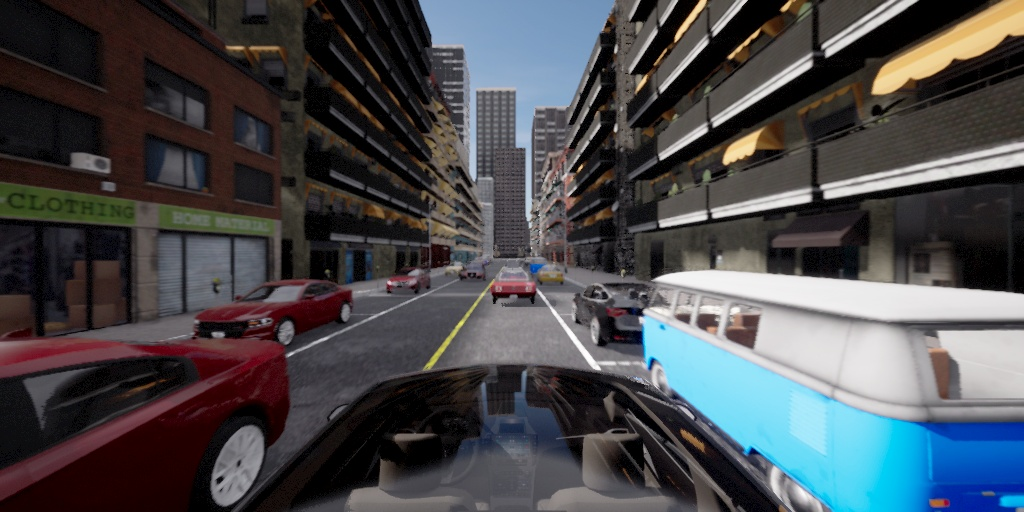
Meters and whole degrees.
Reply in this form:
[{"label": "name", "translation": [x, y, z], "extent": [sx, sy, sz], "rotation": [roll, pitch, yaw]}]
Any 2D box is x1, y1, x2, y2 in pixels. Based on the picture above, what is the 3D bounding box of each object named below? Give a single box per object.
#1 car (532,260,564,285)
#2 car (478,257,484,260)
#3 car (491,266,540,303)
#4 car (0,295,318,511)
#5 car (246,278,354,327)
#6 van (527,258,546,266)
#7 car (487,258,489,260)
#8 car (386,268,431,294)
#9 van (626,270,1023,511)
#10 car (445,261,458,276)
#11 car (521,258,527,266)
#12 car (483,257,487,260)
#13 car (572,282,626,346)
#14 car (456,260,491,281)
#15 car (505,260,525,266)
[{"label": "car", "translation": [2.688, 1.256, 25.927], "extent": [1.751, 1.417, 4.829], "rotation": [0, 0, 0]}, {"label": "car", "translation": [-5.692, 1.282, 53.387], "extent": [1.948, 1.339, 4.313], "rotation": [0, 0, 0]}, {"label": "car", "translation": [0.079, 1.338, 16.575], "extent": [1.895, 1.301, 4.718], "rotation": [0, 0, 0]}, {"label": "car", "translation": [-3.086, 1.228, 1.413], "extent": [1.882, 1.535, 5.008], "rotation": [0, 0, 0]}, {"label": "car", "translation": [-5.693, 1.289, 9.200], "extent": [1.888, 1.381, 4.507], "rotation": [0, 0, 0]}, {"label": "van", "translation": [2.689, 1.065, 36.805], "extent": [1.690, 1.789, 3.998], "rotation": [0, 0, 0]}, {"label": "car", "translation": [-5.692, 1.257, 64.435], "extent": [1.888, 1.381, 4.507], "rotation": [0, 0, 0]}, {"label": "car", "translation": [-5.693, 1.317, 20.247], "extent": [1.802, 1.307, 4.207], "rotation": [0, 0, 0]}, {"label": "van", "translation": [2.688, 1.089, 3.664], "extent": [1.690, 1.789, 3.998], "rotation": [0, 0, 0]}, {"label": "car", "translation": [-5.693, 1.250, 36.648], "extent": [1.751, 1.417, 4.829], "rotation": [0, 0, 0]}, {"label": "car", "translation": [2.689, 1.265, 58.897], "extent": [2.007, 1.370, 4.403], "rotation": [0, 0, 0]}, {"label": "car", "translation": [-5.691, 1.259, 58.911], "extent": [1.888, 1.381, 4.507], "rotation": [0, 0, 0]}, {"label": "car", "translation": [2.688, 1.309, 9.188], "extent": [1.948, 1.339, 4.313], "rotation": [0, 0, 0]}, {"label": "car", "translation": [-3.095, 1.292, 29.593], "extent": [1.994, 1.385, 4.181], "rotation": [0, 0, 0]}, {"label": "car", "translation": [0.094, 1.325, 37.271], "extent": [1.895, 1.301, 4.718], "rotation": [0, 0, 0]}]
